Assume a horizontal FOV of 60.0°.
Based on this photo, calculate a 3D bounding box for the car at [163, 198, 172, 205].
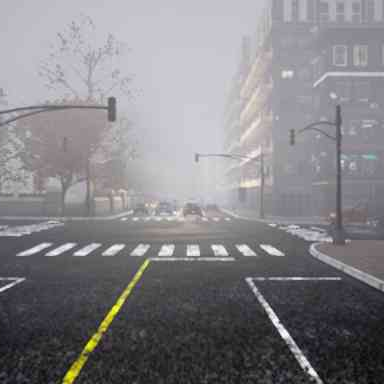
[{"bbox_3d":[-5.772,2.192,78.319,1.967,1.590,4.097,0,-1,0],"label":"car"}]

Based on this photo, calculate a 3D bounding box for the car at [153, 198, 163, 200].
[{"bbox_3d":[-5.740,1.987,49.999,1.752,1.417,4.829,0,-1,0],"label":"car"}]

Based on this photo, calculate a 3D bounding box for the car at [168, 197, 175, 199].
[{"bbox_3d":[-3.139,2.051,58.428,1.837,1.490,4.892,0,-1,0],"label":"car"}]

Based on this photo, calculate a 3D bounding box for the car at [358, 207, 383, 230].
[{"bbox_3d":[15.119,2.019,24.019,4.892,1.490,1.837,0,-1,-1],"label":"car"}]

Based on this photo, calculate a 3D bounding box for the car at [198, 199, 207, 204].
[{"bbox_3d":[2.601,2.362,83.957,2.008,1.369,4.403,0,-1,0],"label":"car"}]

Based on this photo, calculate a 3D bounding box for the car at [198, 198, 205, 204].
[{"bbox_3d":[2.594,2.418,89.587,1.887,1.381,4.507,0,-1,0],"label":"car"}]

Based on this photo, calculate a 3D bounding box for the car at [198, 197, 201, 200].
[{"bbox_3d":[2.627,2.016,61.439,1.967,1.590,4.097,0,-1,0],"label":"car"}]

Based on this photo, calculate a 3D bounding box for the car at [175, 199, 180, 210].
[{"bbox_3d":[-3.144,2.045,48.236,1.895,1.301,4.718,0,-1,0],"label":"car"}]

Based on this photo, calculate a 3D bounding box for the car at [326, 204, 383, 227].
[{"bbox_3d":[13.439,1.836,26.608,5.009,1.841,2.192,1,-2,-1],"label":"car"}]

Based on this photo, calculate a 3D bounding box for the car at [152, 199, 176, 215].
[{"bbox_3d":[-3.134,1.874,38.313,1.812,1.442,4.674,0,-1,0],"label":"car"}]

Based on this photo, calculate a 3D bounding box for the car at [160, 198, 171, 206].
[{"bbox_3d":[-5.766,2.133,72.690,1.967,1.590,4.097,0,-1,0],"label":"car"}]

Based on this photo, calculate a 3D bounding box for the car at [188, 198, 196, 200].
[{"bbox_3d":[0.019,1.979,66.234,2.097,1.767,4.553,0,0,1],"label":"car"}]

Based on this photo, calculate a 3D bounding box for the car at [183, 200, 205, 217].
[{"bbox_3d":[0.063,1.848,35.598,1.812,1.442,4.674,0,0,-1],"label":"car"}]

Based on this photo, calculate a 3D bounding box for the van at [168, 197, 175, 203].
[{"bbox_3d":[-5.791,2.276,95.209,1.690,1.788,3.998,0,-1,0],"label":"van"}]

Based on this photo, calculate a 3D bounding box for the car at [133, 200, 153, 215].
[{"bbox_3d":[-5.728,1.920,38.908,1.947,1.339,4.313,0,-1,0],"label":"car"}]

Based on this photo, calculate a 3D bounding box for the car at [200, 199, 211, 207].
[{"bbox_3d":[2.620,2.185,67.068,2.008,1.369,4.403,0,-1,0],"label":"car"}]

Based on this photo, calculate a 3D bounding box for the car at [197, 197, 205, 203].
[{"bbox_3d":[2.589,2.375,95.217,1.967,1.590,4.097,0,-1,0],"label":"car"}]

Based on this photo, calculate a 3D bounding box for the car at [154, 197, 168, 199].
[{"bbox_3d":[-5.747,1.835,55.801,2.192,1.841,5.009,0,-1,0],"label":"car"}]

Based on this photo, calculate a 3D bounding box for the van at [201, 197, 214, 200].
[{"bbox_3d":[2.640,1.804,50.180,1.690,1.788,3.998,0,-1,0],"label":"van"}]

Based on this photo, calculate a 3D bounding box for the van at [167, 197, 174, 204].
[{"bbox_3d":[-5.785,2.214,89.580,1.690,1.788,3.998,0,-1,0],"label":"van"}]

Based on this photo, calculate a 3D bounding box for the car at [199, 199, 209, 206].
[{"bbox_3d":[2.614,2.237,72.697,1.887,1.381,4.507,0,-1,0],"label":"car"}]

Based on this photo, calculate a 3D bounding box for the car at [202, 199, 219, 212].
[{"bbox_3d":[2.646,1.953,44.547,1.887,1.381,4.507,0,-1,0],"label":"car"}]

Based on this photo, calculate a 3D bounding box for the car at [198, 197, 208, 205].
[{"bbox_3d":[2.608,2.067,78.329,2.192,1.841,5.009,0,-1,0],"label":"car"}]
